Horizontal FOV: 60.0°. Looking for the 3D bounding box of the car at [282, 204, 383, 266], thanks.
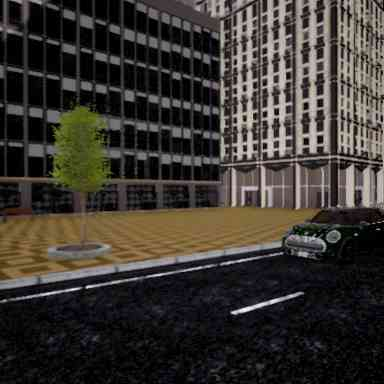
[{"bbox_3d":[5.194,1.323,11.608,4.553,1.767,2.097,0,0,-37],"label":"car"}]
